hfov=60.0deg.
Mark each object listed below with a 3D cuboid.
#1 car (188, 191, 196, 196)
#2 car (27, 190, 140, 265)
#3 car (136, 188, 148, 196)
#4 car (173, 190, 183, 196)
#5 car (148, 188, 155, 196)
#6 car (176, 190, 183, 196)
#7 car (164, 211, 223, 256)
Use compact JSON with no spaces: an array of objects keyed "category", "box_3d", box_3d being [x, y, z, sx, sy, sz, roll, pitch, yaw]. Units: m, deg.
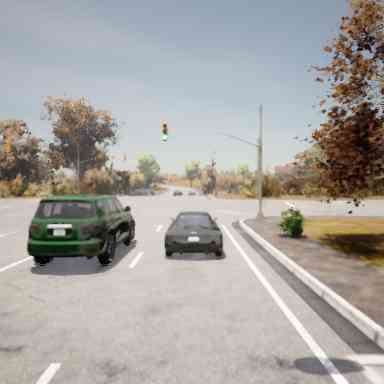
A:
[{"category":"car","box_3d":[0.031,0.391,81.217,2.033,1.411,5.357,0,-1,0]},{"category":"car","box_3d":[-3.440,1.086,11.362,2.150,2.045,5.566,0,1,0]},{"category":"car","box_3d":[-10.482,0.150,66.338,1.837,1.490,4.892,0,0,0]},{"category":"car","box_3d":[-3.469,0.213,81.607,2.097,1.767,4.553,0,-1,0]},{"category":"car","box_3d":[-10.469,0.000,81.806,2.150,2.045,5.566,0,-1,0]},{"category":"car","box_3d":[-3.465,0.321,91.660,1.882,1.535,5.008,0,-1,0]},{"category":"car","box_3d":[0.070,1.402,12.472,1.994,1.385,4.181,0,1,0]}]
